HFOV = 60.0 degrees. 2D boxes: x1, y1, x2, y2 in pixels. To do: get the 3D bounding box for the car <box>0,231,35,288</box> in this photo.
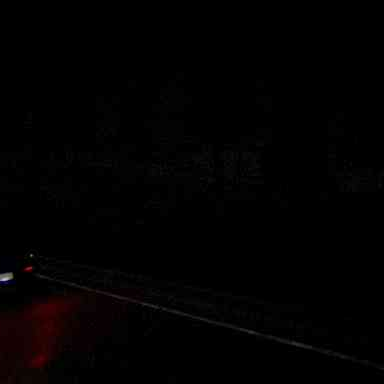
[{"bbox_3d":[-5.611,1.537,7.996,4.674,1.442,1.812,0,0,36],"label":"car"}]
